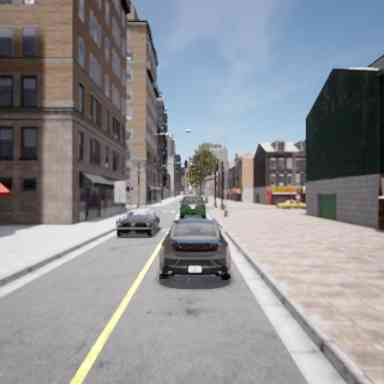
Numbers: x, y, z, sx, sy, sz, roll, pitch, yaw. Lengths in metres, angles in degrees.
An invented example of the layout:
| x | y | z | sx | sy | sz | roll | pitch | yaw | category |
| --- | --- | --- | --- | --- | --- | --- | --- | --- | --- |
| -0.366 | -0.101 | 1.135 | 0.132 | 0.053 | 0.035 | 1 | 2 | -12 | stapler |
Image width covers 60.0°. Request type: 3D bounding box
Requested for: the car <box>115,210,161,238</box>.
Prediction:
| x | y | z | sx | sy | sz | roll | pitch | yaw | category |
| --- | --- | --- | --- | --- | --- | --- | --- | --- | --- |
| -2.852 | 1.668 | 18.345 | 1.895 | 1.301 | 4.718 | 0 | 0 | 0 | car |

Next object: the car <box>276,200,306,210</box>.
| x | y | z | sx | sy | sz | roll | pitch | yaw | category |
| --- | --- | --- | --- | --- | --- | --- | --- | --- | --- |
| 13.879 | 1.732 | 44.964 | 4.829 | 1.417 | 1.752 | 0 | -1 | 0 | car |

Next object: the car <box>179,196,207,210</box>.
| x | y | z | sx | sy | sz | roll | pitch | yaw | category |
| --- | --- | --- | --- | --- | --- | --- | --- | --- | --- |
| 0.083 | 1.319 | 28.943 | 2.150 | 2.045 | 5.566 | 0 | 0 | 0 | car |

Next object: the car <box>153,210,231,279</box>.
| x | y | z | sx | sy | sz | roll | pitch | yaw | category |
| --- | --- | --- | --- | --- | --- | --- | --- | --- | --- |
| 0.081 | 1.545 | 10.176 | 1.837 | 1.490 | 4.892 | 0 | 0 | 0 | car |
